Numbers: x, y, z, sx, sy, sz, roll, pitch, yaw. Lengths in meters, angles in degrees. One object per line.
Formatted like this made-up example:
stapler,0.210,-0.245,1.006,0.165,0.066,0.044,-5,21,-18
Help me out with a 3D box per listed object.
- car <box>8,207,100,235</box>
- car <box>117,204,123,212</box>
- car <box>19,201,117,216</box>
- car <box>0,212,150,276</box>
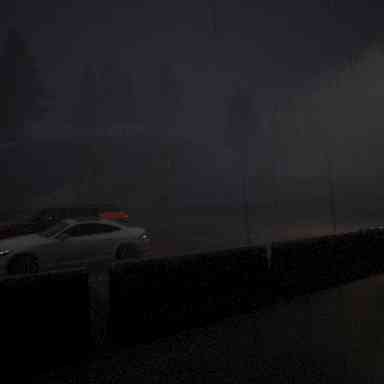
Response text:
car,-8.110,1.605,19.686,4.718,1.301,1.895,0,0,-35
car,-5.623,1.357,17.157,4.553,1.767,2.097,0,0,-35
car,-5.566,1.354,12.906,4.553,1.767,2.097,0,0,-35
car,-3.525,1.528,10.063,4.674,1.442,1.812,0,0,-35
